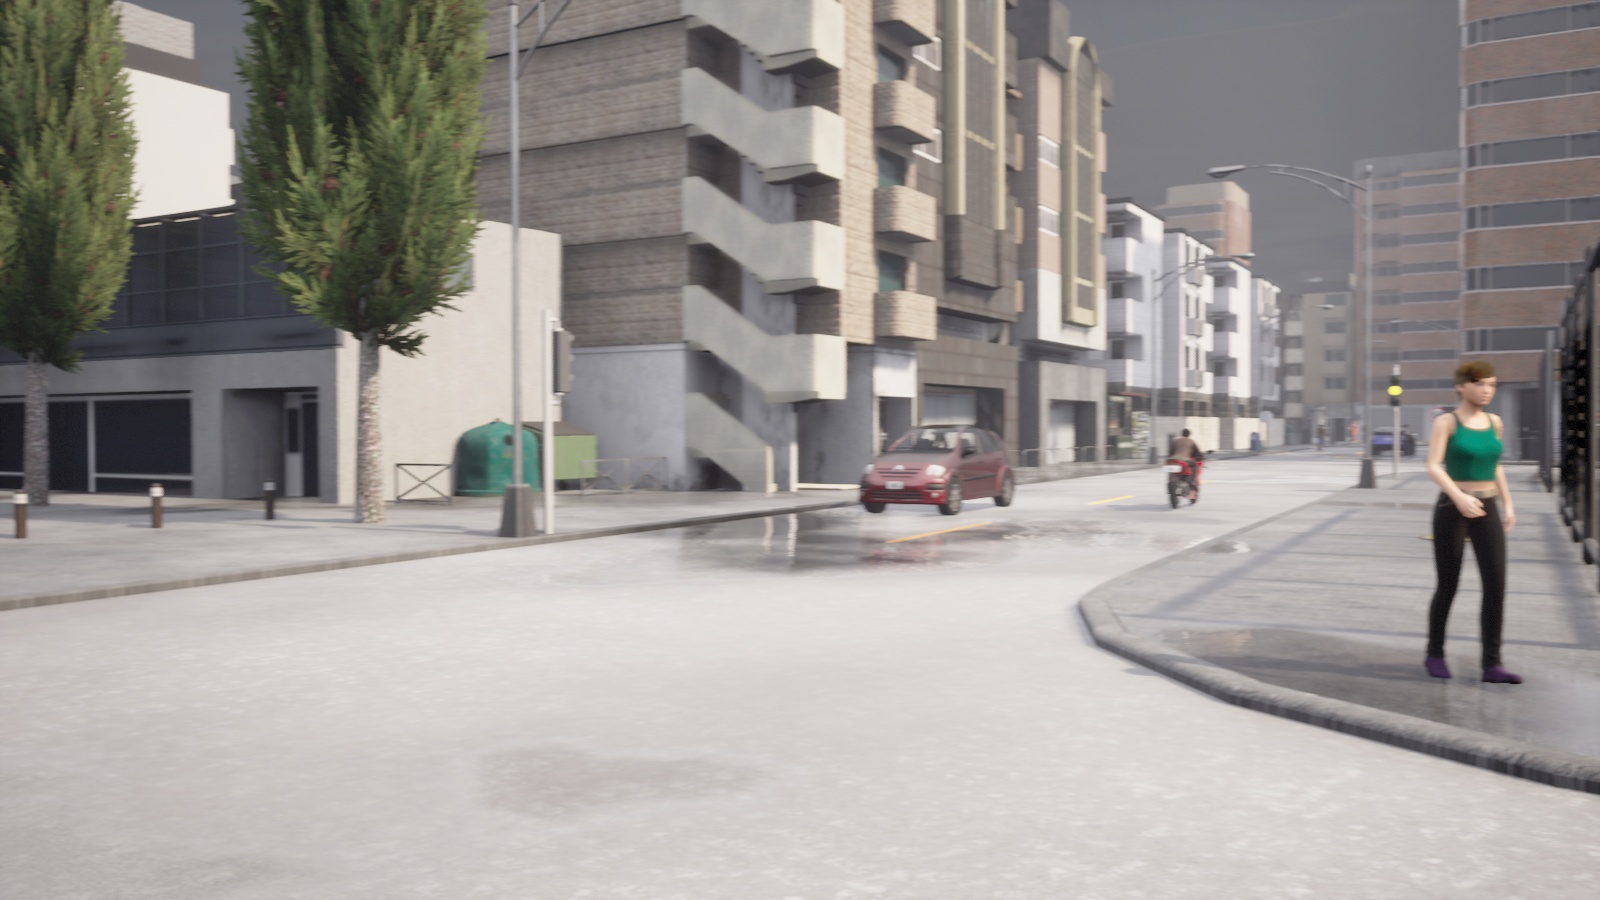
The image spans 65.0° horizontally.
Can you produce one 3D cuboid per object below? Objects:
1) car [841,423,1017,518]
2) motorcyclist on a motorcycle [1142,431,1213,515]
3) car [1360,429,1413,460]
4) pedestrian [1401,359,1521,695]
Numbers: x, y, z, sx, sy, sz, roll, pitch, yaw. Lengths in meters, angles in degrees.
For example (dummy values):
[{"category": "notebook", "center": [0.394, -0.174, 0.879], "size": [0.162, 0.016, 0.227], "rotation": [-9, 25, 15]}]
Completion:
[{"category": "car", "center": [2.515, 0.304, 23.630], "size": [1.851, 1.617, 3.988], "rotation": [1, 1, 29]}, {"category": "motorcyclist on a motorcycle", "center": [7.211, 0.398, 23.921], "size": [0.797, 1.523, 2.044], "rotation": [1, 1, 31]}, {"category": "car", "center": [30.179, -0.298, 64.539], "size": [2.007, 1.525, 4.514], "rotation": [1, 1, 31]}, {"category": "pedestrian", "center": [3.747, 0.418, 7.148], "size": [0.345, 1.836, 0.594], "rotation": [0, 1, -1]}]
